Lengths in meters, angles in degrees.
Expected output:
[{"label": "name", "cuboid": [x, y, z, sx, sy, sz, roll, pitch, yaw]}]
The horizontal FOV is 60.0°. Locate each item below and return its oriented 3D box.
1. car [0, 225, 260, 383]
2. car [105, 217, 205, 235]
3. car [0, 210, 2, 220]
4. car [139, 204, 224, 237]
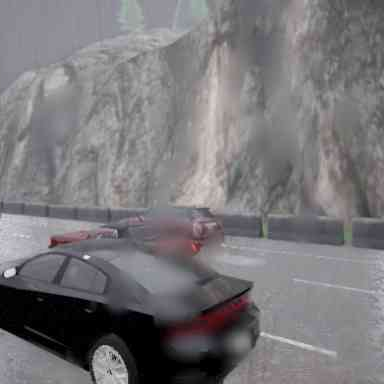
[{"label": "car", "cuboid": [-1.475, 1.458, 5.045, 5.008, 1.535, 1.882, 0, 0, 36]}, {"label": "car", "cuboid": [-2.185, 1.563, 9.851, 4.718, 1.301, 1.895, 0, 0, 36]}, {"label": "car", "cuboid": [-15.276, 1.343, 23.494, 4.181, 1.385, 1.994, 1, 1, 36]}, {"label": "car", "cuboid": [-1.028, 1.306, 13.326, 4.553, 1.767, 2.097, 0, 0, 36]}]
